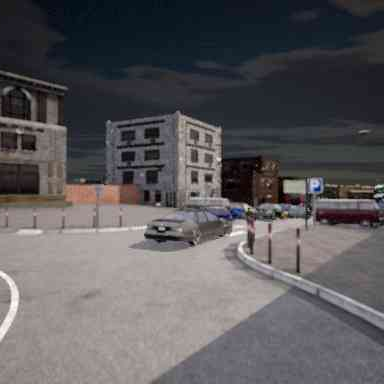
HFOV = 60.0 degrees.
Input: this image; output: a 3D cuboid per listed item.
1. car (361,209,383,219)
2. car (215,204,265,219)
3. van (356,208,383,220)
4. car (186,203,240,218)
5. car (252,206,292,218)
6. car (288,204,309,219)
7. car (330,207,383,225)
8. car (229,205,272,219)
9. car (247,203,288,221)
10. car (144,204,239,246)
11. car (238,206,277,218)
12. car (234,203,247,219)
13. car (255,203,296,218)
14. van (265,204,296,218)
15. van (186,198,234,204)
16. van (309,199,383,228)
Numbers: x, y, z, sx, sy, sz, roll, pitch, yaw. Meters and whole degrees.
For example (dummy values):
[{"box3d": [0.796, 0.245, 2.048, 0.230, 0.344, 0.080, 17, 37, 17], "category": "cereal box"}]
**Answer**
[{"box3d": [40.654, 4.882, 73.594, 5.566, 2.045, 2.435, 0, -3, 31], "category": "car"}, {"box3d": [5.607, 2.252, 39.083, 5.366, 1.575, 1.946, 0, -3, 31], "category": "car"}, {"box3d": [30.572, 3.751, 56.874, 4.442, 1.987, 1.878, 0, -3, 31], "category": "van"}, {"box3d": [1.238, 1.634, 22.439, 1.895, 1.301, 4.718, 0, -1, 32], "category": "car"}, {"box3d": [11.610, 2.914, 48.481, 5.366, 1.575, 1.946, 0, -3, 31], "category": "car"}, {"box3d": [14.319, 2.683, 44.369, 2.097, 1.767, 4.553, 0, -3, 31], "category": "car"}, {"box3d": [16.414, 2.356, 32.829, 4.792, 1.488, 2.163, 0, -3, 31], "category": "car"}, {"box3d": [7.211, 2.451, 41.370, 4.792, 1.488, 2.163, 0, -3, 31], "category": "car"}, {"box3d": [7.575, 1.904, 33.042, 2.097, 1.767, 4.553, 0, -3, 31], "category": "car"}, {"box3d": [0.070, 1.475, 14.920, 2.033, 1.411, 5.357, 0, 0, 29], "category": "car"}, {"box3d": [8.609, 2.626, 43.777, 4.674, 1.452, 2.002, 0, -3, 31], "category": "car"}, {"box3d": [4.311, 1.958, 36.473, 4.553, 1.767, 2.185, 0, -3, 31], "category": "car"}, {"box3d": [12.792, 2.822, 50.890, 5.566, 2.045, 2.435, 0, -3, 31], "category": "car"}, {"box3d": [14.136, 3.012, 53.331, 4.442, 1.987, 1.878, 0, -3, 31], "category": "van"}, {"box3d": [1.352, 1.557, 31.772, 4.442, 1.987, 1.878, 0, -2, 31], "category": "van"}, {"box3d": [10.870, 1.510, 23.191, 4.442, 1.987, 1.878, 0, -2, 31], "category": "van"}]
